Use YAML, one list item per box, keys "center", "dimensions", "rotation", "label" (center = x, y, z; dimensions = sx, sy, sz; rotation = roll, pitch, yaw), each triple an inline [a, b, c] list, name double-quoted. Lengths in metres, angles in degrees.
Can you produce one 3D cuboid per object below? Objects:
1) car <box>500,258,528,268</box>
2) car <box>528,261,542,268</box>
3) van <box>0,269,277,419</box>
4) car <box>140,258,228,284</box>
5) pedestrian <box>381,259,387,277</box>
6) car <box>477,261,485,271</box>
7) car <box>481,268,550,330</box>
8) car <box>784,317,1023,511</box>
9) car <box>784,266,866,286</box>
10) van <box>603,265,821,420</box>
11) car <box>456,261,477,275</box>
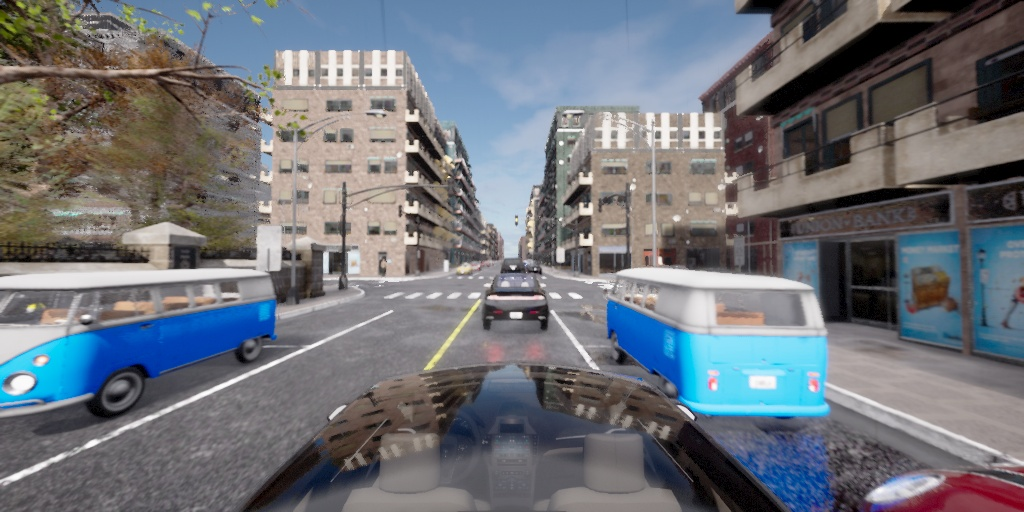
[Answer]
- center: [0.103, 1.164, 33.406]
  dimensions: [2.150, 2.045, 5.566]
  rotation: [0, 0, 0]
  label: "car"
- center: [2.695, 1.570, 43.608]
  dimensions: [1.948, 1.339, 4.313]
  rotation: [0, 0, 0]
  label: "car"
- center: [-5.656, 1.115, 5.665]
  dimensions: [1.690, 1.789, 3.998]
  rotation: [0, 0, 0]
  label: "van"
- center: [-24.095, 1.099, 26.458]
  dimensions: [4.553, 1.767, 2.097]
  rotation: [0, -1, 1]
  label: "car"
- center: [-12.536, 1.158, 35.058]
  dimensions: [0.375, 1.860, 0.375]
  rotation: [0, -2, 1]
  label: "pedestrian"
- center: [-5.685, 1.513, 54.894]
  dimensions: [1.967, 1.591, 4.097]
  rotation: [0, 0, 0]
  label: "car"
- center: [0.101, 1.297, 11.397]
  dimensions: [2.128, 1.511, 4.902]
  rotation: [0, -1, 0]
  label: "car"
- center: [2.660, 1.181, 0.139]
  dimensions: [1.967, 1.591, 4.097]
  rotation: [0, 0, 0]
  label: "car"
- center: [25.256, 1.572, 29.063]
  dimensions: [5.008, 1.535, 1.882]
  rotation: [0, -1, 1]
  label: "car"
- center: [2.659, 1.115, 5.662]
  dimensions: [1.690, 1.789, 3.998]
  rotation: [0, 0, 0]
  label: "van"
- center: [-5.685, 1.529, 43.439]
  dimensions: [1.751, 1.417, 4.829]
  rotation: [0, 0, 0]
  label: "car"
